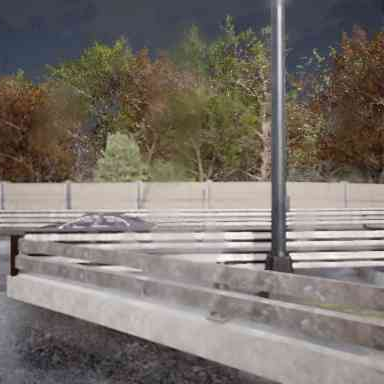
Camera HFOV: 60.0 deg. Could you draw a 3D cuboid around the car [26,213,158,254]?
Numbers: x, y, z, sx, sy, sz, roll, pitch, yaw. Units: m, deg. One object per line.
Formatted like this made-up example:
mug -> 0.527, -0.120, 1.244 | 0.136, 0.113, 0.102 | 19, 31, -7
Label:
car -> -3.641, 1.535, 12.367 | 4.902, 1.511, 2.128 | 0, 0, -1
